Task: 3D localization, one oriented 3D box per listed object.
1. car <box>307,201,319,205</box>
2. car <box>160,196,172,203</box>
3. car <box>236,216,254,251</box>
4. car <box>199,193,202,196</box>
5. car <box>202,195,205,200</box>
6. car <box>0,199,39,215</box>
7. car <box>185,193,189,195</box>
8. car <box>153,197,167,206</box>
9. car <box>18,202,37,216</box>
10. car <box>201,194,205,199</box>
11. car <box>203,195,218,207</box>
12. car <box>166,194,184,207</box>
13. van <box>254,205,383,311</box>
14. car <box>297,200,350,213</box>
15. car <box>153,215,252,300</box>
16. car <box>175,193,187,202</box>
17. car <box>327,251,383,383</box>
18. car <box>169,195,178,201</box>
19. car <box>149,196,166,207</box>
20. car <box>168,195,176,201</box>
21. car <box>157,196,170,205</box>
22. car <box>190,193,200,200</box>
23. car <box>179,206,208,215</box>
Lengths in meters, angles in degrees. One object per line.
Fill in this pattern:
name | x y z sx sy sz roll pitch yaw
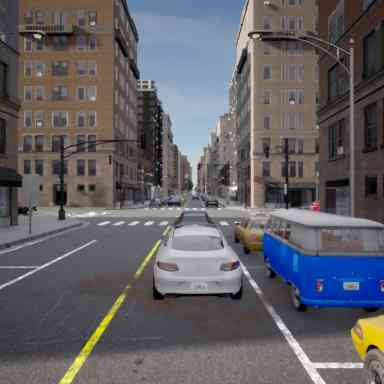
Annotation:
car | 15.599 1.356 35.539 5.566 2.045 2.150 0 -1 0
car | -5.240 1.549 67.483 1.887 1.381 4.507 1 0 1
car | 2.692 1.528 13.288 1.752 1.417 4.829 1 0 0
car | 3.594 1.550 89.493 2.008 1.369 4.403 1 0 1
car | 3.130 1.549 56.312 1.887 1.381 4.507 1 0 1
car | -18.055 1.411 32.354 5.357 1.411 2.033 0 -1 0
car | -2.326 1.359 72.011 2.097 1.767 4.553 0 0 1
car | -5.395 1.571 56.426 1.947 1.339 4.313 1 0 1
car | -16.514 1.444 29.087 4.718 1.301 1.895 0 -1 1
car | 3.207 1.555 61.842 2.008 1.369 4.403 1 0 1
car | 3.052 1.571 50.782 1.947 1.339 4.313 1 0 1
car | -2.693 1.483 52.224 1.882 1.535 5.008 0 0 1
van | 2.686 1.342 7.445 1.690 1.788 3.998 1 0 0
car | 15.247 1.712 38.787 5.357 1.411 2.033 0 -1 0
car | 0.086 1.527 8.293 1.812 1.442 4.674 0 0 -1
car | -2.533 1.483 61.884 1.882 1.535 5.008 0 0 1
car | 2.678 1.526 1.941 1.752 1.417 4.829 1 0 0
car | -4.931 1.566 89.598 1.947 1.339 4.313 1 0 1
car | -5.473 1.588 50.897 1.802 1.307 4.206 1 0 1
car | -5.010 1.527 83.900 1.752 1.417 4.829 1 0 1
car | -5.318 1.556 61.955 2.008 1.369 4.403 1 0 1
car | 0.951 1.523 91.829 1.812 1.442 4.674 0 0 1
car | 0.110 1.567 15.629 1.994 1.385 4.181 0 0 0
